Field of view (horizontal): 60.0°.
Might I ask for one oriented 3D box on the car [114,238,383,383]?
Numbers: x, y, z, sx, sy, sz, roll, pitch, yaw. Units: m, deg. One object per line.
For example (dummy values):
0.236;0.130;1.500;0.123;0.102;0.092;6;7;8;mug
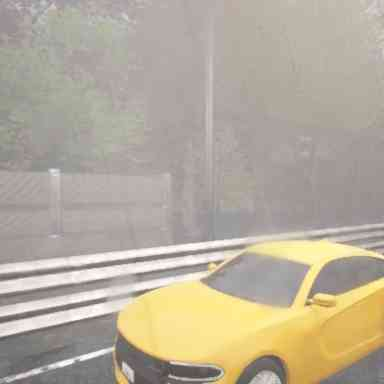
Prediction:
1.410;1.482;4.690;5.008;1.535;1.882;0;0;-35;car
